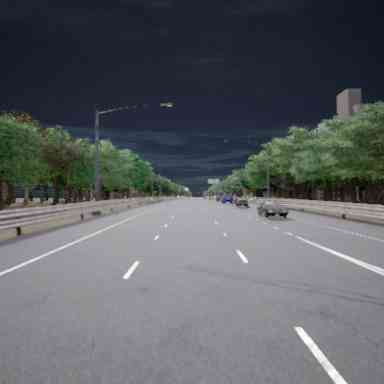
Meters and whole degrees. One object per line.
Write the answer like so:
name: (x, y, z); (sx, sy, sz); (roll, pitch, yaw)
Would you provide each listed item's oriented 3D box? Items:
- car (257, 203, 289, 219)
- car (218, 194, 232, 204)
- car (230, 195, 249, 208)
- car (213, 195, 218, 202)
car: (7.018, 1.610, 29.508); (1.895, 1.301, 4.718); (0, 0, 0)
car: (7.159, 1.416, 67.818); (2.150, 2.045, 5.566); (0, -1, 0)
car: (7.069, 1.556, 48.522); (1.837, 1.490, 4.892); (0, 0, 0)
car: (7.273, 1.618, 84.863); (2.150, 2.045, 5.566); (0, -1, 0)
